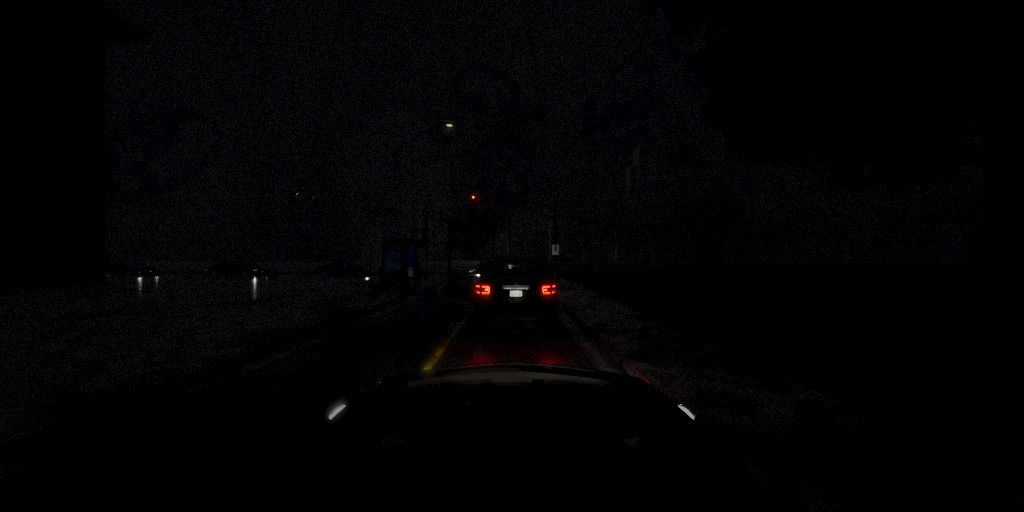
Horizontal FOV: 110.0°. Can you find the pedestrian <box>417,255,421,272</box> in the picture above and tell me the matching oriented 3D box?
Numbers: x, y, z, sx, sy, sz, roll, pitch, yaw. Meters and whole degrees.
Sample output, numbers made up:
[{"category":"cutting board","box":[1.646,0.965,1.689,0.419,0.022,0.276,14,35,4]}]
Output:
[{"category":"pedestrian","box":[-10.071,0.800,38.828,0.375,1.860,0.375,0,0,1]}]

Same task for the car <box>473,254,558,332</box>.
[{"category":"car","box":[0.099,0.968,11.039,2.150,2.045,5.566,0,0,0]}]

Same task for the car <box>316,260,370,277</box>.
[{"category":"car","box":[-15.157,1.176,32.728,5.008,1.535,1.882,0,0,0]}]

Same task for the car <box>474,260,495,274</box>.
[{"category":"car","box":[-3.069,1.260,41.280,2.033,1.411,5.357,0,0,0]}]

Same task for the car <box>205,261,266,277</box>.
[{"category":"car","box":[-25.343,1.175,32.986,4.892,1.490,1.837,0,1,1]}]

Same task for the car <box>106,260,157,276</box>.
[{"category":"car","box":[-35.867,1.144,33.268,4.892,1.490,1.837,1,1,2]}]
